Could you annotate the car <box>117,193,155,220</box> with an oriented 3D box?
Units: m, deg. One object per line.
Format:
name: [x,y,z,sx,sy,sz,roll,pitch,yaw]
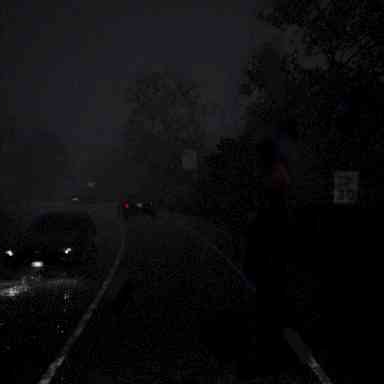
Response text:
car: [-4.087,0.861,23.617,2.097,1.767,4.553,-2,2,-19]

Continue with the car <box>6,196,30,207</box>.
car: [-25.220,1.287,48.185,4.902,1.511,2.128,-2,3,40]

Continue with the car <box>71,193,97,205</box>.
car: [-13.184,0.828,40.312,1.882,1.535,5.008,-5,3,-36]

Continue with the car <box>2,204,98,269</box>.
car: [-4.249,1.368,10.897,2.033,1.411,5.357,-1,1,-9]
